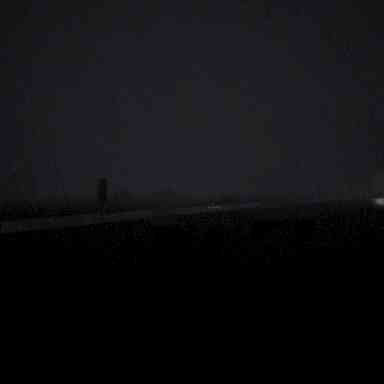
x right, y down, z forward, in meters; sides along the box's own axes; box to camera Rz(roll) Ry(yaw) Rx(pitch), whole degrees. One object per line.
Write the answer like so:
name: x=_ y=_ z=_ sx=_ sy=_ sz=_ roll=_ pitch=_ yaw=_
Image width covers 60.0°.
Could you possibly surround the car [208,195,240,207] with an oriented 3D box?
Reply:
car: x=4.305 y=1.117 z=43.773 sx=2.033 sy=1.411 sz=5.357 roll=1 pitch=1 yaw=39
